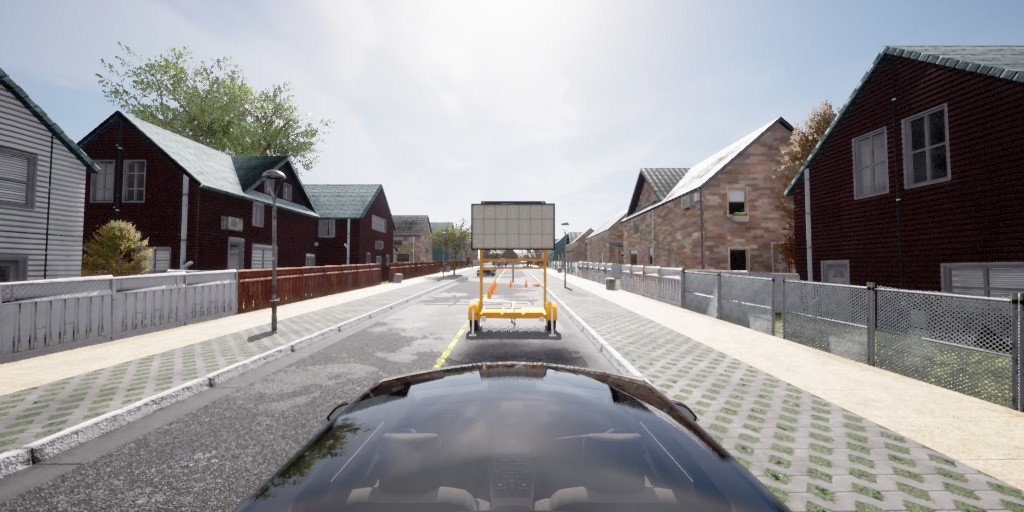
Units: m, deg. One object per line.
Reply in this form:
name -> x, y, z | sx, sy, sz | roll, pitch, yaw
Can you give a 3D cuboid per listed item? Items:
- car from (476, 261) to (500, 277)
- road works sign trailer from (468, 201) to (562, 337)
car -> -2.700, 1.432, 38.506 | 2.033, 1.411, 5.357 | 0, 0, 0
road works sign trailer -> 0.033, 0.226, 10.369 | 2.380, 3.560, 2.880 | 0, 0, 1
